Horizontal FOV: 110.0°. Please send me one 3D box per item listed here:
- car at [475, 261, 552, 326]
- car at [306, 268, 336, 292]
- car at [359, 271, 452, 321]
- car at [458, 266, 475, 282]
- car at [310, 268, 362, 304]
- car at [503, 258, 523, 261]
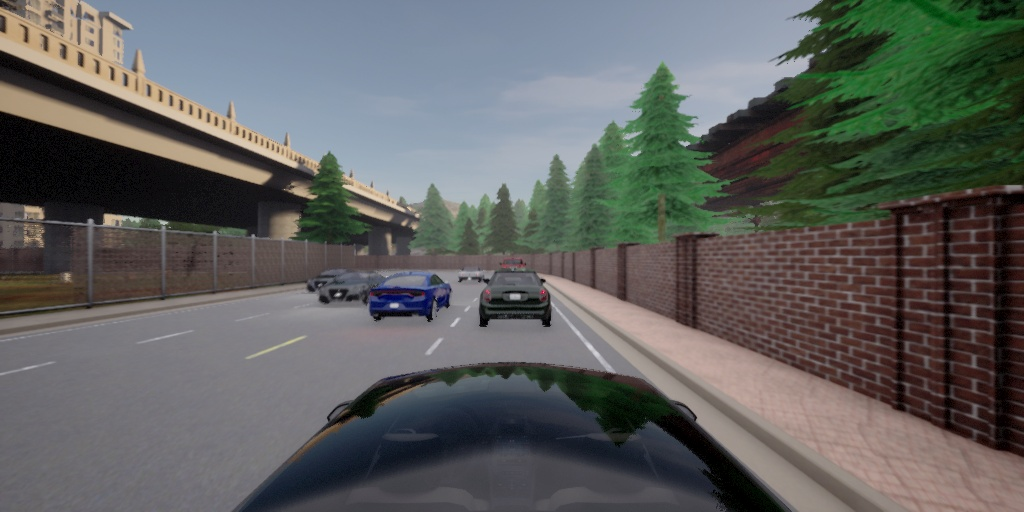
[{"bbox_3d":[0.096,1.166,12.108,2.097,1.767,4.553,0,0,0],"label":"car"},{"bbox_3d":[-10.620,1.440,21.906,1.994,1.385,4.181,0,0,0],"label":"car"},{"bbox_3d":[-3.405,1.297,12.863,1.882,1.535,5.008,0,0,0],"label":"car"},{"bbox_3d":[-3.431,1.534,31.002,1.895,1.301,4.718,0,0,-1],"label":"car"},{"bbox_3d":[-7.108,1.407,16.655,1.994,1.385,4.181,0,0,0],"label":"car"},{"bbox_3d":[0.055,1.159,31.673,2.150,2.045,5.566,0,0,-1],"label":"car"}]
